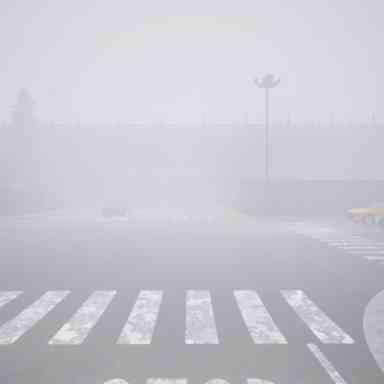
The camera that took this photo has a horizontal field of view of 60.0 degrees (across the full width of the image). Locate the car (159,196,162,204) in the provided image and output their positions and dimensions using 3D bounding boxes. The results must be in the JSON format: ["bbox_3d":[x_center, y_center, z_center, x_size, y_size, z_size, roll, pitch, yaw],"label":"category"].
[{"bbox_3d":[-6.981,1.496,64.728,1.837,1.490,4.892,0,0,0],"label":"car"}]

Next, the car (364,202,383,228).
[{"bbox_3d":[13.110,1.434,19.211,4.902,1.511,2.128,0,0,0],"label":"car"}]

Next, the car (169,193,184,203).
[{"bbox_3d":[-3.300,1.214,66.667,2.150,2.045,5.566,0,0,1],"label":"car"}]

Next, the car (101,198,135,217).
[{"bbox_3d":[-7.087,1.347,31.431,2.097,1.767,4.553,0,0,0],"label":"car"}]

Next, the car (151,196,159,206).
[{"bbox_3d":[-7.036,1.519,54.577,1.812,1.442,4.674,0,0,0],"label":"car"}]

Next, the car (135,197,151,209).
[{"bbox_3d":[-7.074,1.595,44.112,1.895,1.301,4.718,0,0,0],"label":"car"}]

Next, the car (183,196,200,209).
[{"bbox_3d":[0.112,1.558,45.416,1.994,1.385,4.181,0,0,0],"label":"car"}]

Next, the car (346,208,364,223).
[{"bbox_3d":[13.203,1.419,22.706,5.008,1.535,1.882,0,0,0],"label":"car"}]
